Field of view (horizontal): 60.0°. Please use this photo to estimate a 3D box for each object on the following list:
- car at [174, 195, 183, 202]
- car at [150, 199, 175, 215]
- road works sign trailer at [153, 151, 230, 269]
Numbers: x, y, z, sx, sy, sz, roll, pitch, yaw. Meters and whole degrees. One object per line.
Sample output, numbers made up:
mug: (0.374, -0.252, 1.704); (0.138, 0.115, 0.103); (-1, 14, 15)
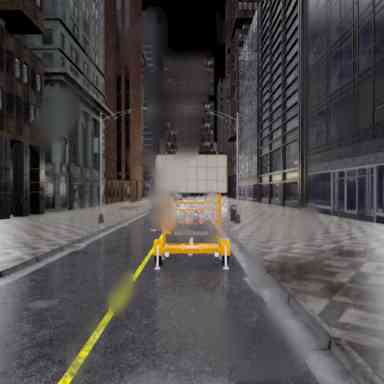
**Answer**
car: (-3.085, 1.472, 75.011); (1.812, 1.442, 4.674); (0, 0, 0)
car: (-3.139, 1.596, 34.274); (1.895, 1.301, 4.718); (0, 0, 0)
road works sign trailer: (-0.007, 0.462, 11.068); (2.380, 3.560, 2.880); (0, 0, 0)
